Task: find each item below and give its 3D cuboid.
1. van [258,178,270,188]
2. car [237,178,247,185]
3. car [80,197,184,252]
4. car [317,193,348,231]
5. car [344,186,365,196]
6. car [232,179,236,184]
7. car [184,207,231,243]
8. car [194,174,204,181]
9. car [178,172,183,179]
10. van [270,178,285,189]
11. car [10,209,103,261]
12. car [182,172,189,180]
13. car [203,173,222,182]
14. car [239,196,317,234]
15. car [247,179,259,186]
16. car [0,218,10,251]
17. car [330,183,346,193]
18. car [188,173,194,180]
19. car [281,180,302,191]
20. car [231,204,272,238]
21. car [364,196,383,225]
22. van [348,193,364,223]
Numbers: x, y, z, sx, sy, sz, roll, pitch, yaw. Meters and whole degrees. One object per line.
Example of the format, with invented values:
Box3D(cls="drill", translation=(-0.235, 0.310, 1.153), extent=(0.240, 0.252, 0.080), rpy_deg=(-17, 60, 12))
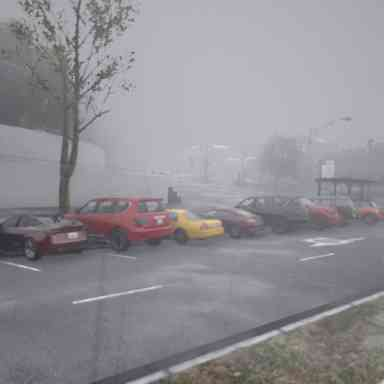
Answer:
Box3D(cls="van", translation=(15.859, -1.814, 67.639), extent=(1.878, 1.987, 4.442), rpy_deg=(7, 4, 35))
Box3D(cls="car", translation=(12.451, -2.094, 72.689), extent=(2.002, 1.452, 4.674), rpy_deg=(7, 4, 35))
Box3D(cls="car", translation=(-3.427, 1.242, 14.109), extent=(5.566, 2.045, 2.435), rpy_deg=(-1, -1, 34))
Box3D(cls="car", translation=(6.437, 1.250, 21.032), extent=(5.566, 2.045, 2.435), rpy_deg=(-1, -1, 35))
Box3D(cls="car", translation=(26.258, 0.087, 52.954), extent=(2.002, 1.452, 4.674), rpy_deg=(7, 3, 35))
Box3D(cls="car", translation=(10.707, -2.367, 75.150), extent=(2.002, 1.452, 4.674), rpy_deg=(7, 3, 35))
Box3D(cls="car", translation=(-1.108, 1.494, 15.938), extent=(5.366, 1.575, 1.946), rpy_deg=(-1, -1, 35))
Box3D(cls="car", translation=(3.745, -3.749, 84.916), extent=(2.435, 2.045, 5.566), rpy_deg=(7, 4, 34))
Box3D(cls="car", translation=(-1.555, -4.413, 92.196), extent=(2.435, 2.045, 5.566), rpy_deg=(1, -1, 34))
Box3D(cls="van", translation=(17.590, -1.541, 65.169), extent=(1.878, 1.987, 4.442), rpy_deg=(7, 4, 35))
Box3D(cls="car", translation=(-5.871, 1.521, 12.363), extent=(4.792, 1.488, 2.163), rpy_deg=(-1, 0, 35))
Box3D(cls="car", translation=(0.218, -4.135, 89.850), extent=(2.185, 1.767, 4.553), rpy_deg=(4, 1, 33))
Box3D(cls="car", translation=(5.598, -3.226, 82.658), extent=(1.946, 1.575, 5.366), rpy_deg=(7, 3, 34))
Box3D(cls="car", translation=(3.924, 1.248, 19.325), extent=(5.566, 2.045, 2.435), rpy_deg=(-1, -1, 35))
Box3D(cls="car", translation=(14.284, -1.862, 70.370), extent=(1.946, 1.575, 5.366), rpy_deg=(7, 3, 35))
Box3D(cls="car", translation=(-8.290, 1.493, 10.615), extent=(4.892, 1.521, 2.231), rpy_deg=(-1, -1, 34))
Box3D(cls="car", translation=(24.566, -0.476, 55.425), extent=(2.435, 2.045, 5.566), rpy_deg=(7, 3, 35))
Box3D(cls="car", translation=(1.949, -3.901, 87.381), extent=(2.185, 1.767, 4.553), rpy_deg=(6, 3, 34))
Box3D(cls="car", translation=(19.351, -1.042, 62.808), extent=(2.231, 1.521, 4.892), rpy_deg=(7, 3, 35))
Box3D(cls="car", translation=(1.498, 1.537, 17.567), extent=(4.674, 1.452, 2.002), rpy_deg=(-1, -1, 35))
Box3D(cls="car", translation=(11.383, 1.380, 24.454), extent=(4.553, 1.767, 2.185), rpy_deg=(-1, -1, 35))
Box3D(cls="van", translation=(8.974, 1.277, 22.703), extent=(4.442, 1.987, 1.878), rpy_deg=(-1, -1, 35))
